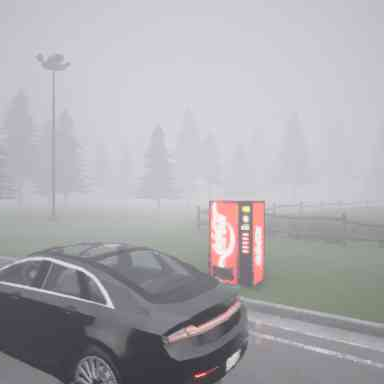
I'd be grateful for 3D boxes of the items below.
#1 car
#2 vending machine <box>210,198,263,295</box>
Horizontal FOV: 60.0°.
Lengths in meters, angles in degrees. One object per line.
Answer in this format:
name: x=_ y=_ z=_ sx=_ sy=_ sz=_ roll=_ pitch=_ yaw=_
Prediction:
car: x=-1.609 y=1.493 z=4.720 sx=4.902 sy=1.511 sz=2.128 roll=0 pitch=0 yaw=33
vending machine: x=1.081 y=1.195 z=7.969 sx=0.880 sy=2.100 sz=1.100 roll=0 pitch=0 yaw=32
